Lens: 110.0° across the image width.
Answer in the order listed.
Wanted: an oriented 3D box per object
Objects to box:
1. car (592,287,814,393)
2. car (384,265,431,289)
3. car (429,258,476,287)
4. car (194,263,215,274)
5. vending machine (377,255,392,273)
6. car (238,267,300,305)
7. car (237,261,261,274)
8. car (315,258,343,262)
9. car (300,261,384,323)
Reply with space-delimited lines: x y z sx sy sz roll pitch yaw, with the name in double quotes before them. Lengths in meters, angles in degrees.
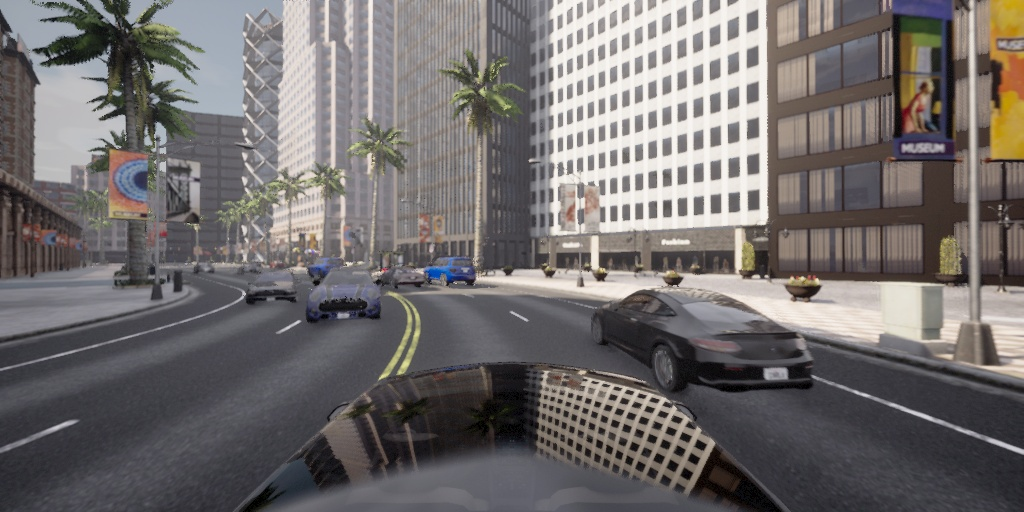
"car" 2.998 1.310 6.717 1.812 1.442 4.674 0 0 -7
"car" -7.841 1.478 24.998 2.033 1.411 5.357 0 -1 -36
"car" -4.702 1.159 26.561 2.150 2.045 5.566 1 -1 -35
"car" -41.082 1.624 47.854 4.902 1.511 2.128 0 -1 44
"vending machine" -18.035 1.326 50.738 0.880 2.100 1.100 0 0 43
"car" -11.228 1.423 17.165 2.033 1.411 5.357 0 -1 -29
"car" -32.771 1.665 44.764 4.181 1.385 1.994 0 -1 44
"car" -19.025 1.251 36.784 5.566 2.045 2.150 0 0 44
"car" -5.715 1.189 12.664 2.097 1.767 4.553 0 0 -20
